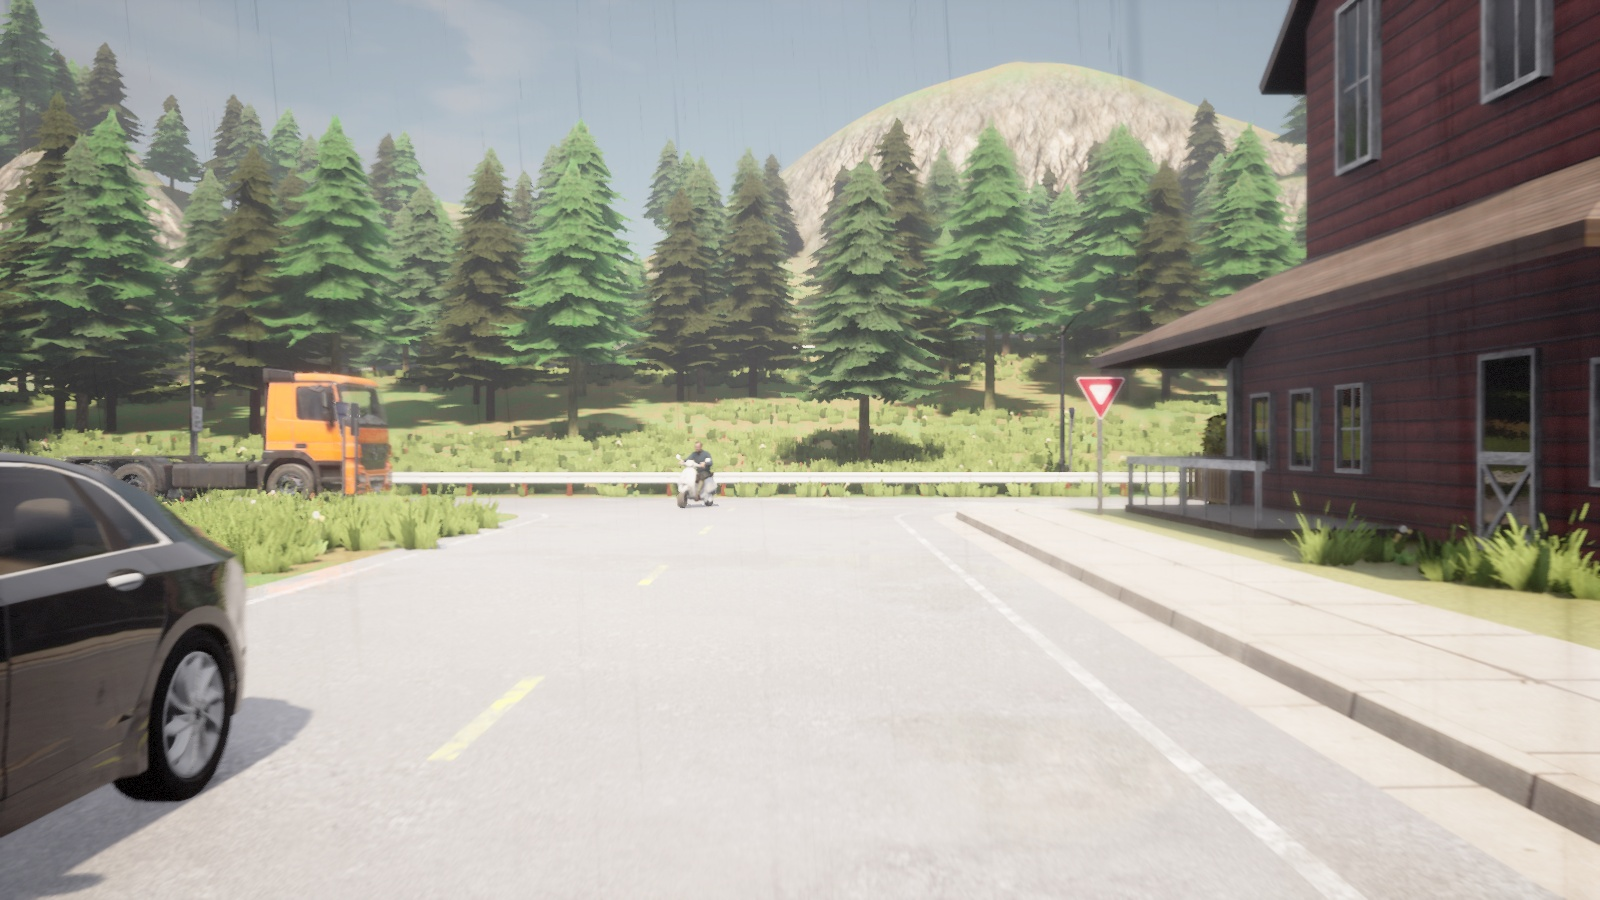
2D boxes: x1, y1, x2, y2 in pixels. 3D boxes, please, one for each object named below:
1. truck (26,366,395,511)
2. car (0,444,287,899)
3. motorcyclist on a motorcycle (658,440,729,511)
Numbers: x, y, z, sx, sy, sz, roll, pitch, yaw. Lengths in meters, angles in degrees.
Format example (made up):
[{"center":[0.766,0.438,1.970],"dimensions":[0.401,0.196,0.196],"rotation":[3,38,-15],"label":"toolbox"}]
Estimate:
[{"center":[-14.641,-0.286,31.648],"dimensions":[7.936,3.462,2.891],"rotation":[0,0,0],"label":"truck"},{"center":[-3.463,0.727,3.750],"dimensions":[1.837,1.490,4.892],"rotation":[0,0,0],"label":"car"},{"center":[-2.498,0.582,29.716],"dimensions":[0.866,1.590,1.817],"rotation":[2,1,23],"label":"motorcyclist on a motorcycle"}]
